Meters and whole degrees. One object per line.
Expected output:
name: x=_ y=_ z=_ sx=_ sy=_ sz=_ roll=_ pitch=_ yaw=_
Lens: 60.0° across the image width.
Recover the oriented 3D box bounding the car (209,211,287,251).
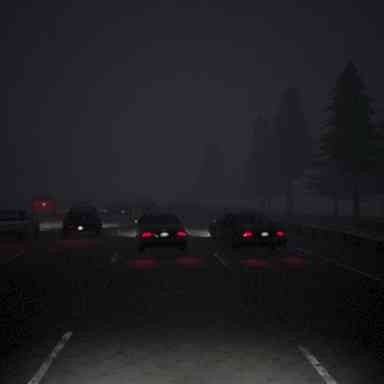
car: x=2.122 y=1.533 z=14.121 sx=2.033 sy=1.411 sz=5.357 roll=0 pitch=0 yaw=-10

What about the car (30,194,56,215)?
car: x=-14.775 y=1.229 z=33.056 sx=2.150 sy=2.045 sz=5.566 roll=0 pitch=0 yaw=-25

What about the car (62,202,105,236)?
car: x=-5.989 y=1.504 z=18.510 sx=1.837 sy=1.490 sz=4.892 roll=0 pitch=0 yaw=-13

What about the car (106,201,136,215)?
car: x=-7.519 y=1.593 z=33.917 sx=1.895 sy=1.301 sz=4.718 roll=0 pitch=0 yaw=-24

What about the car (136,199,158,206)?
car: x=-5.142 y=1.510 z=37.014 sx=1.812 sy=1.442 sz=4.674 roll=0 pitch=0 yaw=-25

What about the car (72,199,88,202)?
car: x=-11.732 y=1.492 z=34.640 sx=2.128 sy=1.511 sz=4.902 roll=0 pitch=0 yaw=-25

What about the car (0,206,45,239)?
car: x=-9.151 y=1.608 z=16.961 sx=1.895 sy=1.301 sz=4.718 roll=0 pitch=0 yaw=-13

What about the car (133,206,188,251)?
car: x=-1.413 y=1.540 z=14.125 sx=2.033 sy=1.411 sz=5.357 roll=0 pitch=0 yaw=-10
